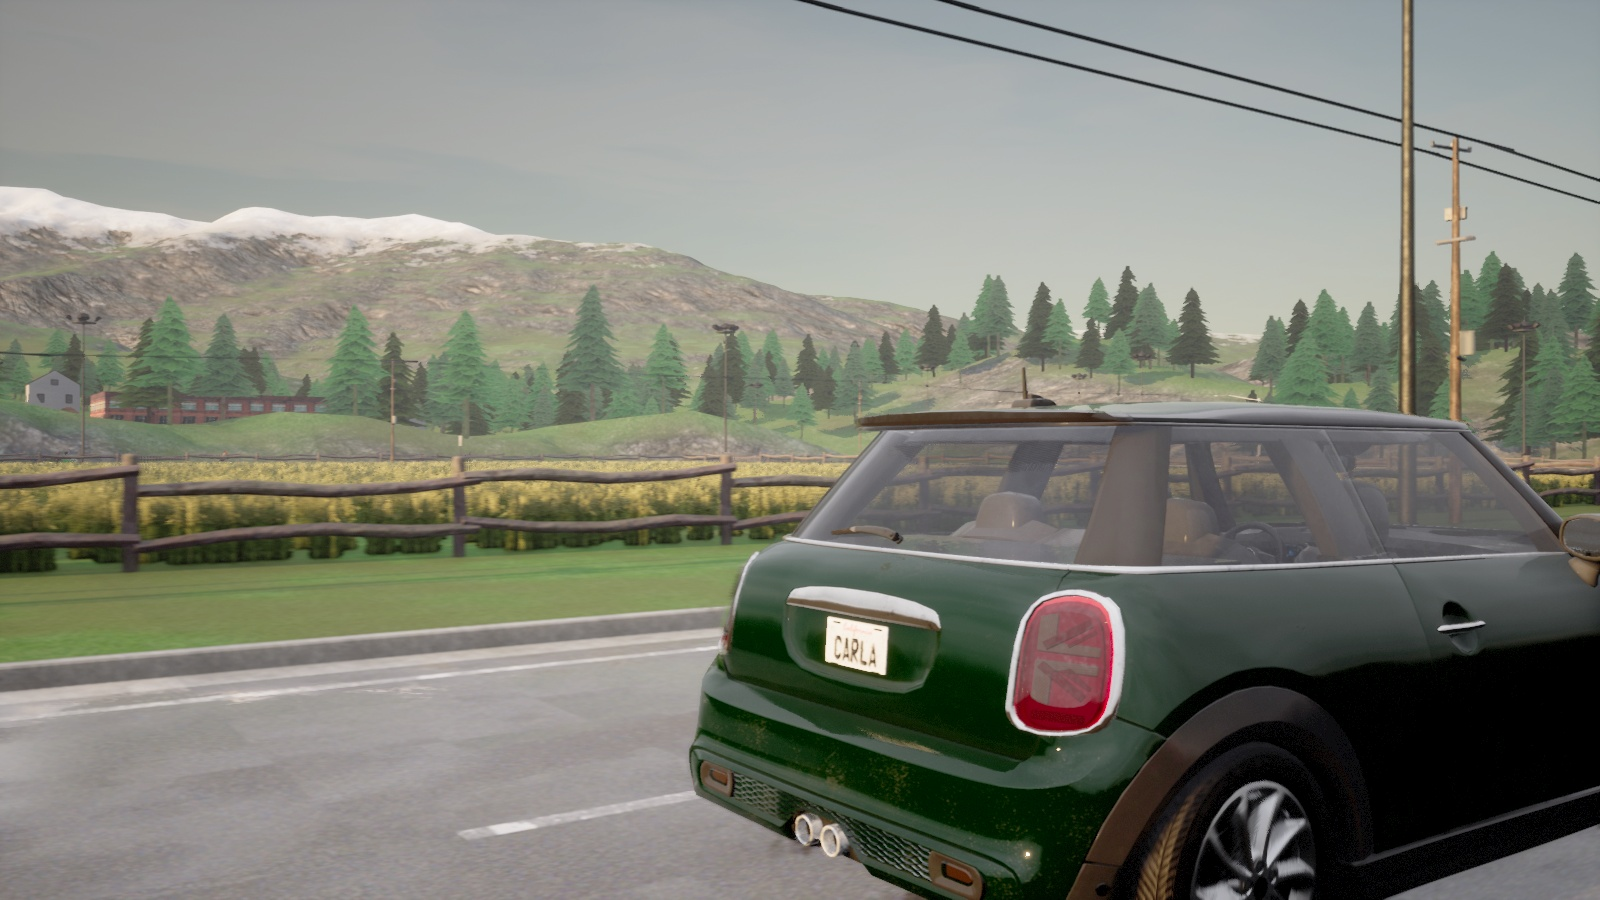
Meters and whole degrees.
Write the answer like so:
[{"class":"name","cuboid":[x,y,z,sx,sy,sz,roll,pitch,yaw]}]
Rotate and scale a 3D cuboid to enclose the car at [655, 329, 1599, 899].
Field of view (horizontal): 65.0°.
[{"class":"car","cuboid":[1.941,0.611,5.010,4.553,1.767,2.097,0,0,-35]}]
